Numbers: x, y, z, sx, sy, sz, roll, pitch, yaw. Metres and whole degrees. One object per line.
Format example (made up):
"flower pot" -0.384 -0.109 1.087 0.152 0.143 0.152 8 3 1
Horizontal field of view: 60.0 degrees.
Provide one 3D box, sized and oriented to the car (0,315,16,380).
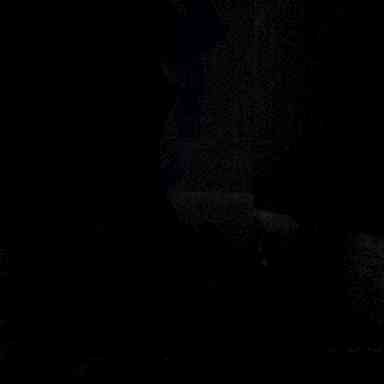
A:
"car" -4.271 1.479 2.909 4.829 1.417 1.752 1 0 -6
